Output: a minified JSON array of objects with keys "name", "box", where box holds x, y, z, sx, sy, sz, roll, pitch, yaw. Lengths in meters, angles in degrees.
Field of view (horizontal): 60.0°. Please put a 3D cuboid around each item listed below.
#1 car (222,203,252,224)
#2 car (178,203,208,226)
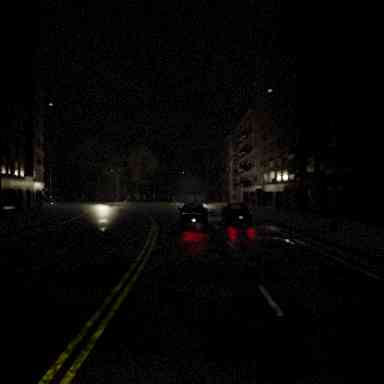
[{"name":"car","box":[3.337,1.560,25.065,1.812,1.442,4.674,0,0,0]},{"name":"car","box":[0.069,1.531,23.382,1.837,1.490,4.892,0,0,-1]}]
